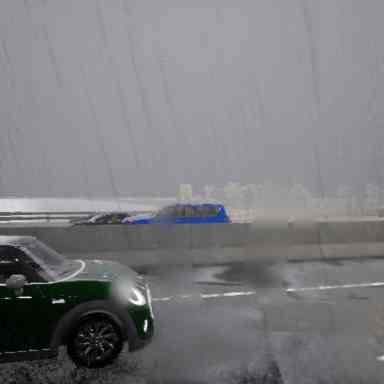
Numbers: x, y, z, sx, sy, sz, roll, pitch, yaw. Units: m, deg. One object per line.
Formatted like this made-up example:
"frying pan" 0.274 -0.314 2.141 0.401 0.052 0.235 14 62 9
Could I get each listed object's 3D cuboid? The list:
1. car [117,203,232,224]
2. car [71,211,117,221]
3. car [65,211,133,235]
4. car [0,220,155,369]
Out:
"car" -0.758 1.566 16.562 5.566 2.045 2.150 0 -1 -13
"car" -4.687 1.904 19.211 4.892 1.490 1.837 0 -1 -14
"car" -6.192 2.029 22.445 4.181 1.385 1.994 0 -1 -14
"car" -2.869 1.460 5.051 4.553 1.767 2.097 0 -1 -14
